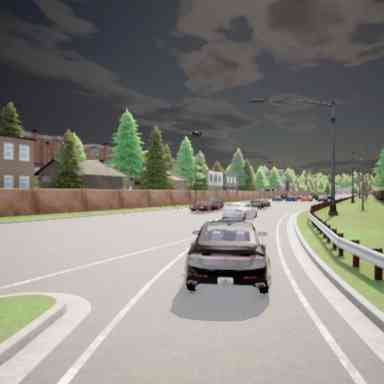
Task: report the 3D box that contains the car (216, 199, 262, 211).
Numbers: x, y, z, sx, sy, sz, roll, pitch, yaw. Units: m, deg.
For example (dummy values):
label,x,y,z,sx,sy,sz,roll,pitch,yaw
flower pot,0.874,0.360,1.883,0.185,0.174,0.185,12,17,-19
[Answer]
label,x,y,z,sx,sy,sz,roll,pitch,yaw
car,3.932,1.563,27.128,1.812,1.442,4.674,0,0,28

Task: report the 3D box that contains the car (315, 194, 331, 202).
label,x,y,z,sx,sy,sz,roll,pitch,yaw
car,30.285,1.702,76.920,1.895,1.301,4.718,0,0,28

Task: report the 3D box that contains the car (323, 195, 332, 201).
label,x,y,z,sx,sy,sz,roll,pitch,yaw
car,34.966,1.492,85.727,1.837,1.490,4.892,0,0,28

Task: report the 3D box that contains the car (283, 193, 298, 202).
label,x,y,z,sx,sy,sz,roll,pitch,yaw
car,23.895,1.588,79.812,1.882,1.535,5.008,0,0,28

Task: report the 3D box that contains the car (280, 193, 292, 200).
label,x,y,z,sx,sy,sz,roll,pitch,yaw
car,25.709,1.223,90.682,2.150,2.045,5.566,0,0,28

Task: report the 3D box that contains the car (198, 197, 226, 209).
label,x,y,z,sx,sy,sz,roll,pitch,yaw
car,2.900,1.556,47.560,2.128,1.511,4.902,0,0,28

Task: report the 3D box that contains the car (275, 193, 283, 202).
label,x,y,z,sx,sy,sz,roll,pitch,yaw
car,21.000,1.637,81.822,1.812,1.442,4.674,0,0,28

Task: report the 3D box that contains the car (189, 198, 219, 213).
label,x,y,z,sx,sy,sz,roll,pitch,yaw
car,1.588,1.652,37.637,1.895,1.301,4.718,0,0,28

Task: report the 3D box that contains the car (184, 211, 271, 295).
label,x,y,z,sx,sy,sz,roll,pitch,yaw
car,0.979,1.505,8.830,2.128,1.511,4.902,0,0,8

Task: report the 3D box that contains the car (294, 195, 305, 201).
label,x,y,z,sx,sy,sz,roll,pitch,yaw
car,28.799,1.591,89.039,1.895,1.301,4.718,0,0,28

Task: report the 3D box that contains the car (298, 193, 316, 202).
label,x,y,z,sx,sy,sz,roll,pitch,yaw
car,27.167,1.464,78.510,2.097,1.767,4.553,0,0,28

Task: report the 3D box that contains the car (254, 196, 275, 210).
label,x,y,z,sx,sy,sz,roll,pitch,yaw
car,9.082,1.553,44.277,2.128,1.511,4.902,0,0,28
